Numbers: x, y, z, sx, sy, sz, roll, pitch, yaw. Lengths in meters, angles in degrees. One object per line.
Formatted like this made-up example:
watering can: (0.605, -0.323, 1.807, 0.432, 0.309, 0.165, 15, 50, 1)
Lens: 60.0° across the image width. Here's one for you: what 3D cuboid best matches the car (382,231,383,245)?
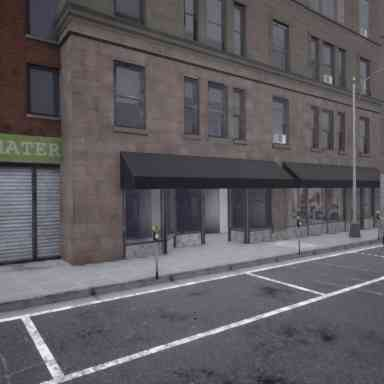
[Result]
car: (9.271, 1.540, 13.189, 4.507, 1.381, 1.887, 0, -1, -36)
